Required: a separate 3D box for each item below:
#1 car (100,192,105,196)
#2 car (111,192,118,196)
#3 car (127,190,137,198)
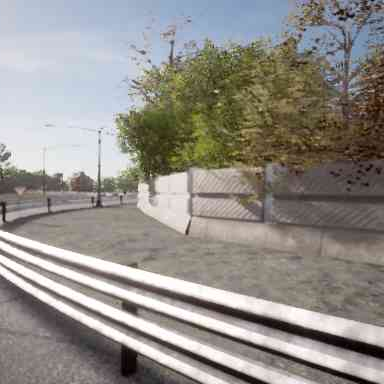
[{"bbox_3d":[-24.930,0.798,91.750,1.812,1.442,4.674,1,0,-14],"label":"car"},{"bbox_3d":[-21.497,0.811,92.437,1.837,1.490,4.892,1,0,-14],"label":"car"},{"bbox_3d":[-16.574,0.593,91.946,2.150,2.045,5.566,1,0,2],"label":"car"}]
